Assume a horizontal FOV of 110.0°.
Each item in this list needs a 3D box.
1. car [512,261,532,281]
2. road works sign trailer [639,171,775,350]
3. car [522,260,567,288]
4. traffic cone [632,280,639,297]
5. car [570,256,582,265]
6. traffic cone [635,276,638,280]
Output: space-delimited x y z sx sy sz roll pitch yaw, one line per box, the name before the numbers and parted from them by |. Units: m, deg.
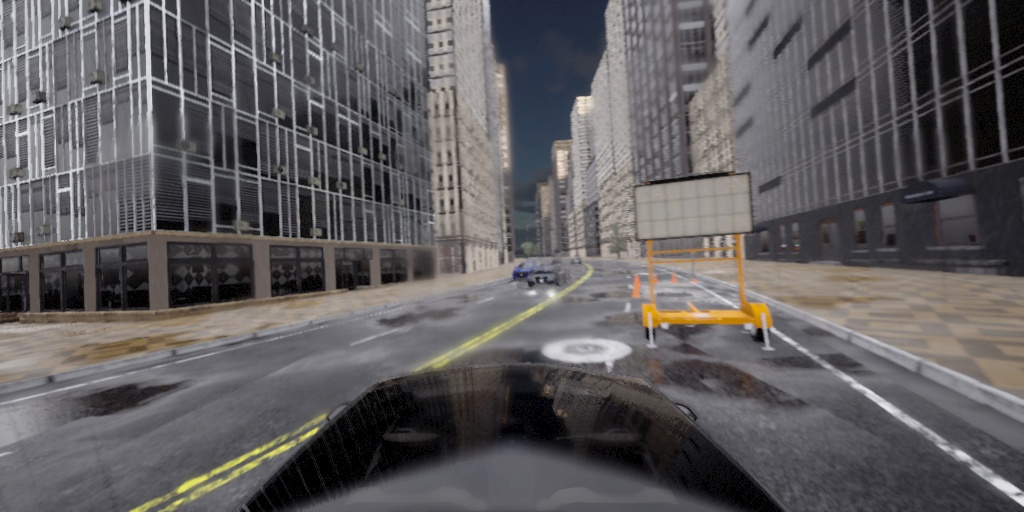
car | 1.409 1.242 31.537 1.882 1.535 5.008 -3 0 16
road works sign trailer | 4.253 -0.021 8.263 2.380 3.560 2.880 0 0 20
car | 2.347 1.246 23.349 1.994 1.385 4.181 -3 0 18
traffic cone | 5.299 1.432 15.320 0.340 0.580 0.340 0 0 20
car | 11.225 0.817 62.618 2.128 1.511 4.902 -3 0 8
traffic cone | 5.969 1.399 17.204 0.340 0.580 0.340 0 0 20
